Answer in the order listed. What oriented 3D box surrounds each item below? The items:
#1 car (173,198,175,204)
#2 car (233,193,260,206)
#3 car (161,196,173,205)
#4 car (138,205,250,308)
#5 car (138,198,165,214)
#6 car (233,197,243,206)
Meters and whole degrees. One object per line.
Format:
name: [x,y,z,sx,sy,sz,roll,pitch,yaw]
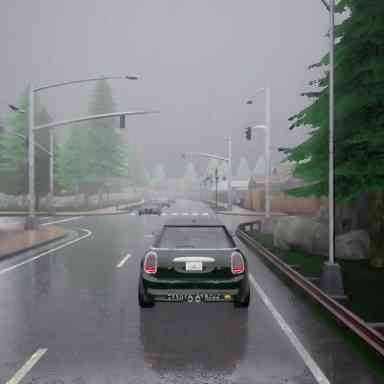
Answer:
car: [-4.221,1.535,62.671,1.994,1.385,4.181,0,0,0]
car: [8.393,1.146,51.333,3.866,1.878,1.905,0,0,-1]
car: [-4.111,1.496,47.088,1.812,1.442,4.674,0,0,0]
car: [0.056,1.352,8.090,2.097,1.767,4.553,0,0,1]
car: [-3.907,1.543,31.444,1.994,1.385,4.181,0,0,-1]
car: [8.809,1.144,48.823,4.605,1.855,1.932,0,0,-1]
